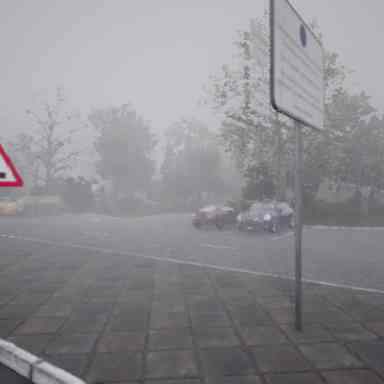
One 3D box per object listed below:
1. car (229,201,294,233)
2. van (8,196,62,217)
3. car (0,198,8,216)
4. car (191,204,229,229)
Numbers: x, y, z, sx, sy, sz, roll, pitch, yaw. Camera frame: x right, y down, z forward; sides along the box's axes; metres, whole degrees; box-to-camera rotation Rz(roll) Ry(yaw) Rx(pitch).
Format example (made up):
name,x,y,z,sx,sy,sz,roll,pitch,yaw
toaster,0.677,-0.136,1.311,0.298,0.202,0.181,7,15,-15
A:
name,x,y,z,sx,sy,sz,roll,pitch,yaw
car,4.377,1.331,19.488,2.185,1.767,4.553,0,0,35
van,-15.321,1.410,33.144,1.878,1.987,4.442,-1,-1,35
car,-17.431,1.685,34.993,1.946,1.575,5.366,-1,-1,35
car,1.755,1.503,21.271,2.002,1.452,4.674,0,0,35
